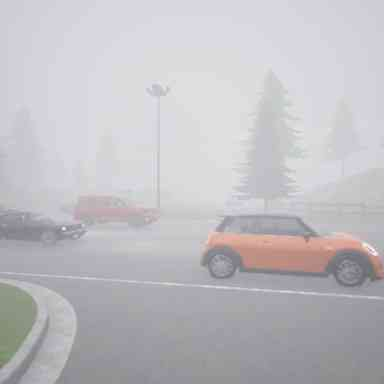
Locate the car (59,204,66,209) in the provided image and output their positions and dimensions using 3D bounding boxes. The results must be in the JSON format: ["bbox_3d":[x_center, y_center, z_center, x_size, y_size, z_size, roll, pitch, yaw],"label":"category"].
[{"bbox_3d":[-10.796,1.547,33.937,5.357,1.411,2.033,0,0,-23],"label":"car"}]

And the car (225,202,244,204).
[{"bbox_3d":[6.485,1.600,49.707,1.895,1.301,4.718,0,0,22],"label":"car"}]

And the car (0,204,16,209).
[{"bbox_3d":[-11.487,1.492,19.620,4.902,1.511,2.128,0,0,13],"label":"car"}]

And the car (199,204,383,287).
[{"bbox_3d":[2.562,1.351,9.075,4.553,1.767,2.097,0,0,13],"label":"car"}]

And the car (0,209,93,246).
[{"bbox_3d":[-7.231,1.601,15.006,4.718,1.301,1.895,0,0,13],"label":"car"}]

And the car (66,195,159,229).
[{"bbox_3d":[-4.969,1.222,21.663,5.566,2.045,2.150,0,0,13],"label":"car"}]
